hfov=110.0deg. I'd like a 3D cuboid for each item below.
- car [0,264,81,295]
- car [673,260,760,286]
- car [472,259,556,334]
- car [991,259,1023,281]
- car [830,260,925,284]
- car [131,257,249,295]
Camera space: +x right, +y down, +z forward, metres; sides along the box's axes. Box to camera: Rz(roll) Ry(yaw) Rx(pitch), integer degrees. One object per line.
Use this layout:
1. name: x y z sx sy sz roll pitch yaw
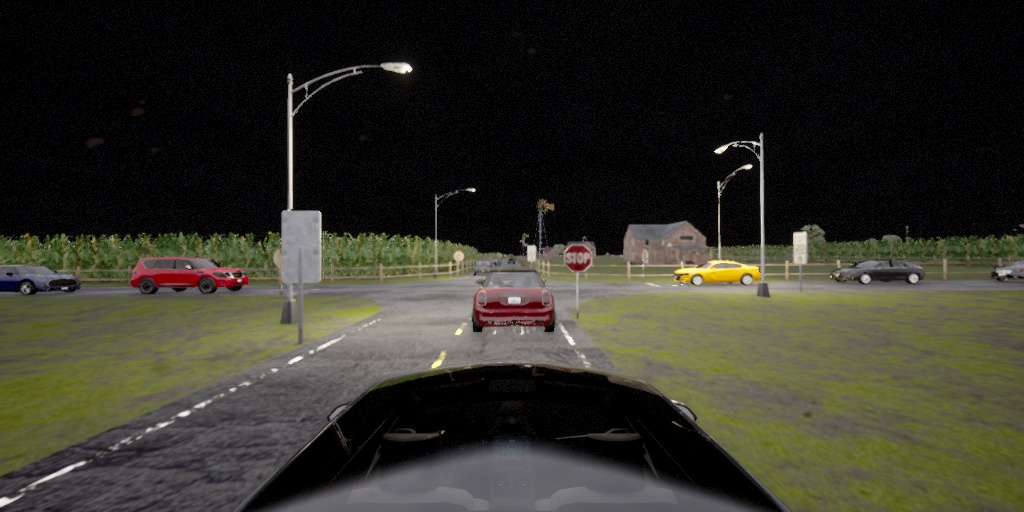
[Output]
1. car: -27.936 1.292 20.634 4.553 1.767 2.097 -1 0 1
2. car: 12.944 1.050 22.862 5.008 1.535 1.882 -1 0 0
3. car: -0.022 1.078 10.752 2.097 1.767 4.553 0 0 -2
4. car: 33.355 0.881 22.549 4.902 1.511 2.128 -1 0 1
5. car: 23.046 0.986 22.726 4.892 1.490 1.837 -1 0 1
6. car: -18.283 1.073 20.472 5.566 2.045 2.150 -1 0 1
